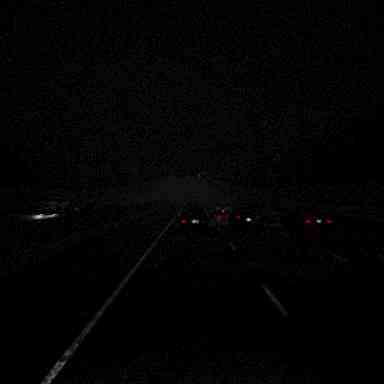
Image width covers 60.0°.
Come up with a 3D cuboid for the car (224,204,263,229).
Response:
[{"bbox_3d":[3.624,1.763,23.256,1.994,1.385,4.181,0,-1,0],"label":"car"}]

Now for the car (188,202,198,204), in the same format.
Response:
[{"bbox_3d":[0.144,1.976,42.826,1.994,1.385,4.181,0,-1,0],"label":"car"}]

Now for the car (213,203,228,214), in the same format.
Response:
[{"bbox_3d":[3.643,1.994,40.962,1.895,1.301,4.718,0,-1,0],"label":"car"}]

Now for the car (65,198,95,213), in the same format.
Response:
[{"bbox_3d":[-13.955,1.911,42.729,2.128,1.511,4.902,0,-1,0],"label":"car"}]

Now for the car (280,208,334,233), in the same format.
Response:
[{"bbox_3d":[7.123,1.726,21.148,2.033,1.411,5.357,0,-1,0],"label":"car"}]

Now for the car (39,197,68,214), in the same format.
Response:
[{"bbox_3d":[-17.455,1.627,42.728,2.150,2.045,5.566,0,-1,0],"label":"car"}]

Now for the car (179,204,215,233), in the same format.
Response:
[{"bbox_3d":[0.120,1.726,21.158,2.033,1.411,5.357,0,-1,0],"label":"car"}]

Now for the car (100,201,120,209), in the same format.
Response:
[{"bbox_3d":[-10.455,1.941,42.752,1.812,1.442,4.674,0,-1,0],"label":"car"}]
